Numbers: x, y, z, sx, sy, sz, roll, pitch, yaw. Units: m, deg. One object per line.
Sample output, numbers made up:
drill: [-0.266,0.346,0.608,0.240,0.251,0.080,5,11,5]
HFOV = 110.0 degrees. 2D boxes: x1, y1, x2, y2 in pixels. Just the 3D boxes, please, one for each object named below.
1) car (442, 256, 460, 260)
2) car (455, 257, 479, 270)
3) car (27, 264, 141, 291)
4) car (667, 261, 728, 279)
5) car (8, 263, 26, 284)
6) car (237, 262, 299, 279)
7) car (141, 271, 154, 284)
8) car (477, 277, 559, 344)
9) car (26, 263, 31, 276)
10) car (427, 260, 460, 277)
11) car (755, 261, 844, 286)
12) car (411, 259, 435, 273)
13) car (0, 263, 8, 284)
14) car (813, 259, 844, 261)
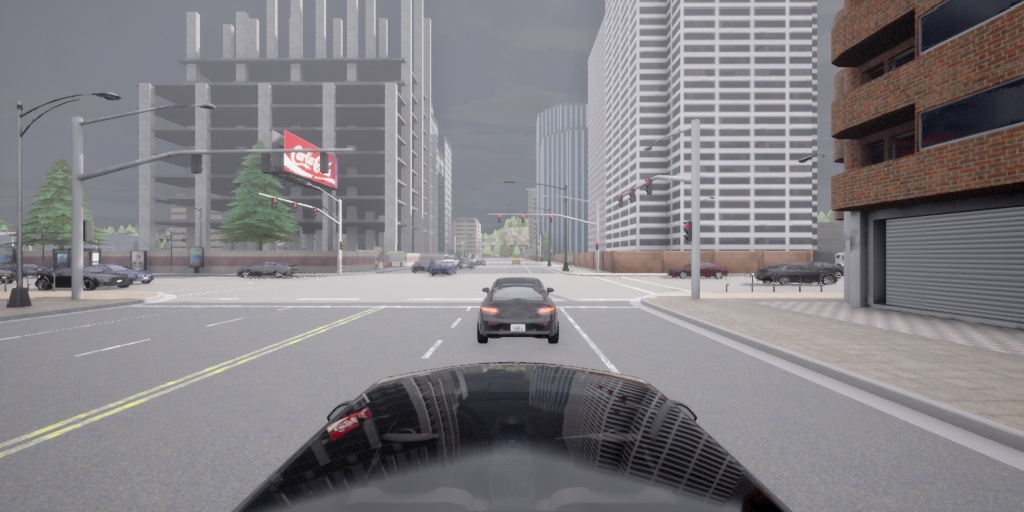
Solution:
car: [-9.956,0.970,57.667,2.150,2.045,5.566,0,0,-2]
car: [-6.521,1.241,51.915,2.128,1.511,4.902,0,0,1]
car: [-25.509,1.314,21.485,4.181,1.385,1.994,0,0,0]
car: [16.462,1.228,31.913,5.008,1.535,1.882,0,0,0]
car: [-37.853,1.255,25.070,4.892,1.490,1.837,0,0,0]
car: [-21.798,1.241,32.102,4.902,1.511,2.128,0,0,0]
car: [-27.864,1.276,25.001,4.674,1.442,1.812,0,0,0]
car: [0.158,1.276,9.492,1.812,1.442,4.674,0,0,1]
car: [-45.029,1.297,32.305,5.357,1.411,2.033,0,0,0]
car: [-6.717,1.351,35.685,1.895,1.301,4.718,0,0,1]
car: [19.573,1.254,24.720,4.892,1.490,1.837,0,0,1]
car: [-10.271,1.102,42.484,2.097,1.767,4.553,0,0,4]
car: [-34.208,1.102,21.545,4.553,1.767,2.097,0,0,0]
car: [26.655,1.228,31.836,5.008,1.535,1.882,0,0,0]
